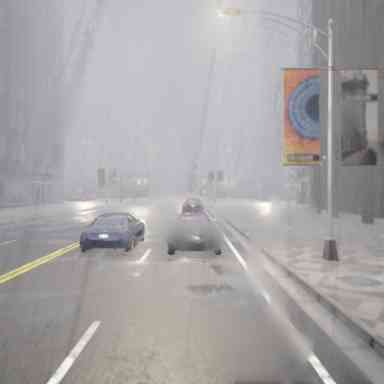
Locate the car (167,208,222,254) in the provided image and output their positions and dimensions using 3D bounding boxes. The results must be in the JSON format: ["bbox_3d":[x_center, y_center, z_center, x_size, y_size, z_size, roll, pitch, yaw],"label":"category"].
[{"bbox_3d":[0.093,1.546,13.355,1.994,1.385,4.181,0,0,0],"label":"car"}]

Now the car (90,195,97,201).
[{"bbox_3d":[-25.105,1.440,80.409,4.206,1.307,1.802,0,0,-1],"label":"car"}]

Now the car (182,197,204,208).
[{"bbox_3d":[0.083,1.312,33.150,2.097,1.767,4.553,0,0,0],"label":"car"}]

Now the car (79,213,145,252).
[{"bbox_3d":[-3.158,1.545,13.899,1.994,1.385,4.181,0,0,0],"label":"car"}]

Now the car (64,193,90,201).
[{"bbox_3d":[-24.971,1.464,71.885,4.313,1.339,1.947,0,0,-1],"label":"car"}]

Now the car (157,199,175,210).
[{"bbox_3d":[-3.171,1.552,41.303,1.895,1.301,4.718,0,0,0],"label":"car"}]
